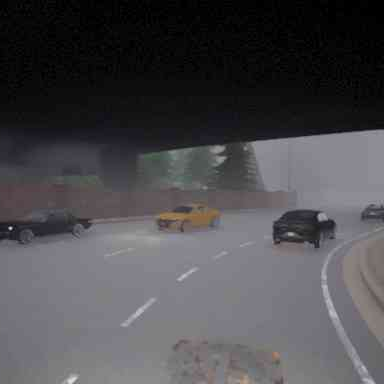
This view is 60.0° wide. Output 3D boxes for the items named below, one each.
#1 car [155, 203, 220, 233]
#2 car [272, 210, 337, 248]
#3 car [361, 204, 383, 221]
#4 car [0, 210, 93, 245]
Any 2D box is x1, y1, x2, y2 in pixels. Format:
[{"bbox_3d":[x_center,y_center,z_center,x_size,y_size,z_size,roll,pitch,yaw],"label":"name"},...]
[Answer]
[{"bbox_3d":[-0.152,1.475,20.048,1.882,1.535,5.008,1,0,35],"label":"car"},{"bbox_3d":[5.308,1.547,15.364,1.882,1.535,5.008,0,0,33],"label":"car"},{"bbox_3d":[16.362,1.778,29.336,1.994,1.385,4.181,1,0,39],"label":"car"},{"bbox_3d":[-6.886,1.509,15.313,1.895,1.301,4.718,1,0,25],"label":"car"}]
